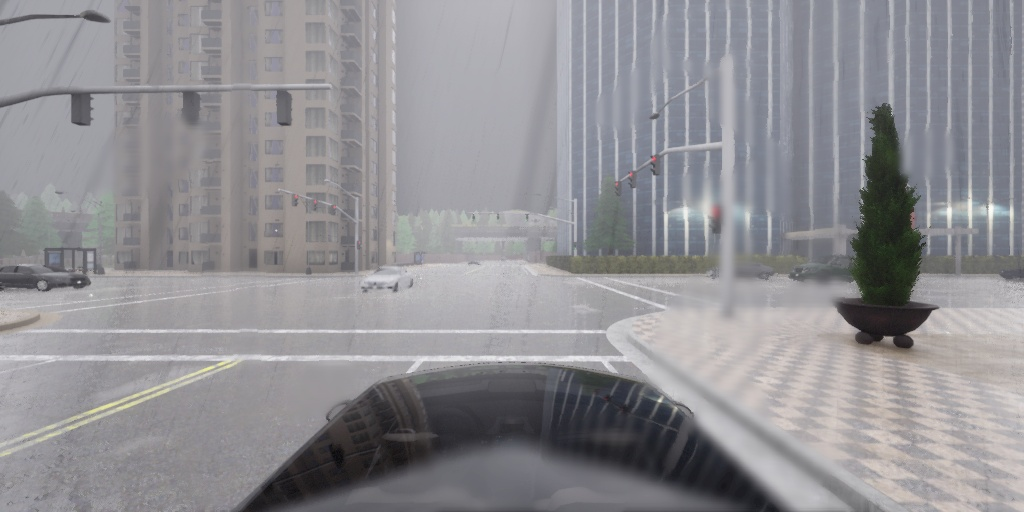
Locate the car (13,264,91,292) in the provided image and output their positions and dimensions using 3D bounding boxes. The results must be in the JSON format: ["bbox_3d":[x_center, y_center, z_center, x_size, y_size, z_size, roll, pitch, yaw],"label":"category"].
[{"bbox_3d":[-27.682,1.253,20.899,4.892,1.490,1.837,1,0,-1],"label":"car"}]

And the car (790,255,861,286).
[{"bbox_3d":[22.724,0.971,25.083,5.566,2.045,2.150,0,0,-1],"label":"car"}]

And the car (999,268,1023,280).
[{"bbox_3d":[42.435,1.350,28.729,4.718,1.301,1.895,0,0,0],"label":"car"}]

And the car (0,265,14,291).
[{"bbox_3d":[-28.380,1.297,17.392,5.357,1.411,2.033,0,0,-1],"label":"car"}]

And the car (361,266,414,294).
[{"bbox_3d":[-6.985,1.310,20.600,1.812,1.442,4.674,0,0,0],"label":"car"}]

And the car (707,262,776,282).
[{"bbox_3d":[18.202,1.241,28.539,4.902,1.511,2.128,0,0,-1],"label":"car"}]
